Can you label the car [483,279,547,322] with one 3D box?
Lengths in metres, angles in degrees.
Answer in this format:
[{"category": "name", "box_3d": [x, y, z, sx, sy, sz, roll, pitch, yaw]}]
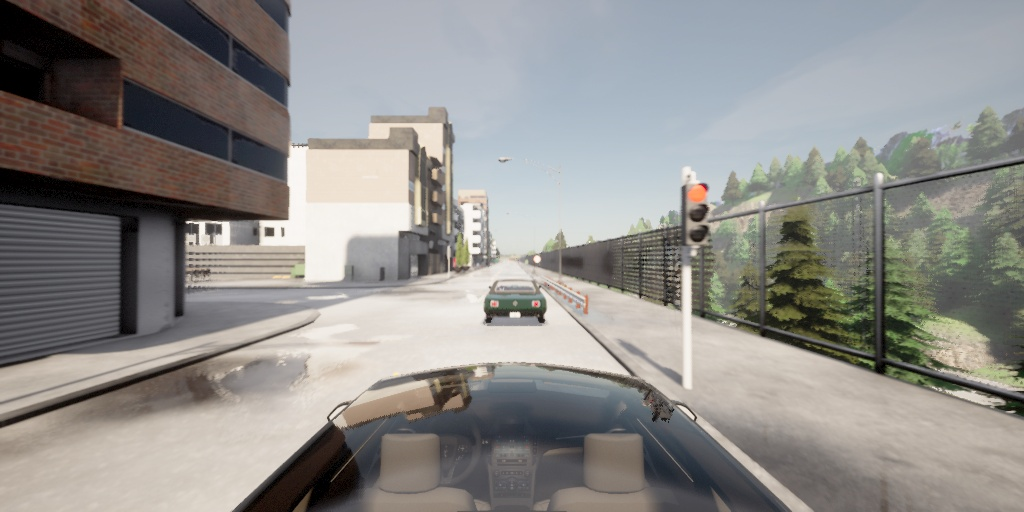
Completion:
[{"category": "car", "box_3d": [0.096, 1.446, 12.673, 1.895, 1.301, 4.718, 0, 0, 0]}]
